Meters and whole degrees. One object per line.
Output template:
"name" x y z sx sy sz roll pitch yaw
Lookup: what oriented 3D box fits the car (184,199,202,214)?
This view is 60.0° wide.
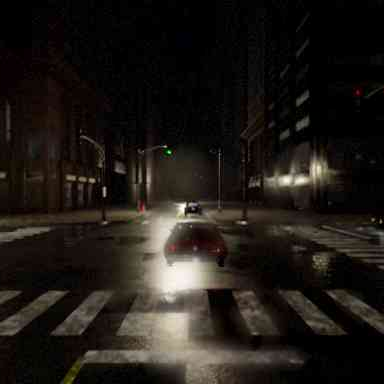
"car" 0.122 1.865 38.777 1.994 1.385 4.181 0 0 0

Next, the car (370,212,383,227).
"car" 14.216 1.603 21.631 4.892 1.490 1.837 0 0 1

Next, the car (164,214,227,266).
"car" 0.116 1.710 12.006 1.895 1.301 4.718 0 0 0

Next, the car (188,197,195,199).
"car" -0.116 1.972 74.647 2.097 1.767 4.553 0 -1 0
